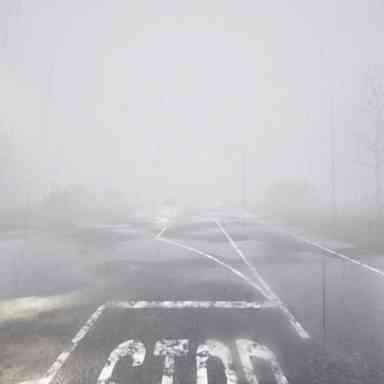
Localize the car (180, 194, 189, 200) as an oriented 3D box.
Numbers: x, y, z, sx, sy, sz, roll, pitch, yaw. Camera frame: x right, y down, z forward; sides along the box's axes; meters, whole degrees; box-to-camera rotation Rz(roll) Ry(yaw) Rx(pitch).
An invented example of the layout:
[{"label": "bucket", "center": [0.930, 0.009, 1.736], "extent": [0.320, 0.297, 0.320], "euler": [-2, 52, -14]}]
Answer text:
[{"label": "car", "center": [-2.010, 1.376, 91.355], "extent": [2.128, 1.511, 4.902], "euler": [0, 0, 7]}]

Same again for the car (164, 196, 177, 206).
[{"label": "car", "center": [-3.377, 1.427, 52.783], "extent": [1.882, 1.535, 5.008], "euler": [0, 0, 0]}]
